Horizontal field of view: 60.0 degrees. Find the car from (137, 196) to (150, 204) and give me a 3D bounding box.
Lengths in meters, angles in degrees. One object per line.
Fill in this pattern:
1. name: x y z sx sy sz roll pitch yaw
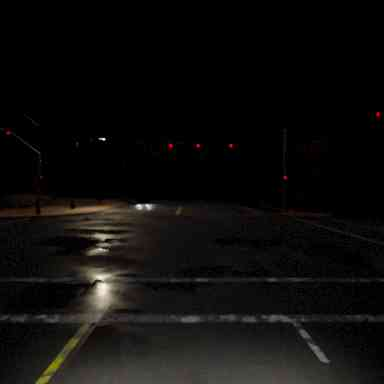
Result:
1. car: -7.726 1.253 52.952 1.895 1.301 4.718 0 0 -13
